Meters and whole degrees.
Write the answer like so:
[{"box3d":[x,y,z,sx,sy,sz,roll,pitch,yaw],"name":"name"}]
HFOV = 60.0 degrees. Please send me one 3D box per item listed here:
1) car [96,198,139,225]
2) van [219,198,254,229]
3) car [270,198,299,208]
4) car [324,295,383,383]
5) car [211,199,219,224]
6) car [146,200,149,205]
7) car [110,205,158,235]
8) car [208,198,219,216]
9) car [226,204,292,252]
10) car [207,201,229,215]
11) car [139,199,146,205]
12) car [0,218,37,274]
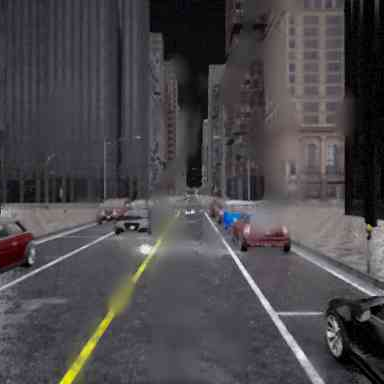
[{"box3d":[-5.757,1.420,25.423,2.192,1.841,5.009,0,0,0],"name":"car"},{"box3d":[2.766,1.423,19.820,1.690,1.788,3.998,0,0,0],"name":"van"},{"box3d":[13.522,1.607,48.852,4.181,1.385,1.994,0,0,0],"name":"car"},{"box3d":[2.761,1.579,3.014,1.947,1.339,4.313,0,0,0],"name":"car"},{"box3d":[2.769,1.545,25.421,1.967,1.590,4.097,0,0,0],"name":"car"},{"box3d":[-5.753,1.591,36.627,1.967,1.590,4.097,0,0,0],"name":"car"},{"box3d":[-3.091,1.643,19.118,1.994,1.385,4.181,0,0,0],"name":"car"},{"box3d":[2.770,1.443,31.024,2.192,1.841,5.009,0,0,0],"name":"car"},{"box3d":[2.764,1.499,14.218,1.967,1.590,4.097,0,0,0],"name":"car"},{"box3d":[2.773,1.702,36.624,2.008,1.369,4.403,0,0,0],"name":"car"},{"box3d":[-5.754,1.653,30.855,1.752,1.417,4.829,0,0,0],"name":"car"},{"box3d":[-5.763,1.476,8.616,1.967,1.590,4.097,0,0,0],"name":"car"}]
